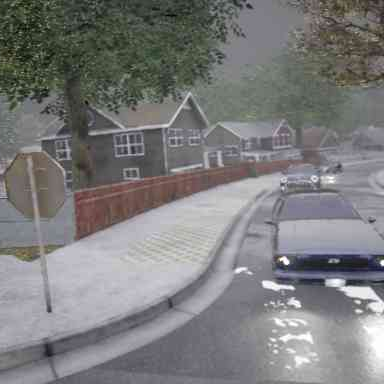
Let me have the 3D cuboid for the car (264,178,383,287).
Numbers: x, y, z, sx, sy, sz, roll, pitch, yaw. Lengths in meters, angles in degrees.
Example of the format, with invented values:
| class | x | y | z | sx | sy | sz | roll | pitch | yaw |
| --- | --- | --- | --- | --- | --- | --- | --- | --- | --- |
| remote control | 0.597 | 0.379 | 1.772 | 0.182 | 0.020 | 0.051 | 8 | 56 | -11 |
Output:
| class | x | y | z | sx | sy | sz | roll | pitch | yaw |
| --- | --- | --- | --- | --- | --- | --- | --- | --- | --- |
| car | 2.663 | 0.663 | 7.370 | 2.033 | 1.411 | 5.357 | -2 | 5 | 14 |

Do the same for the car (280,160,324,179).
| class | x | y | z | sx | sy | sz | roll | pitch | yaw |
| --- | --- | --- | --- | --- | --- | --- | --- | --- | --- |
| car | 6.462 | -0.898 | 19.623 | 2.097 | 1.767 | 4.553 | -1 | 6 | 22 |

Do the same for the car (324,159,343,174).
| class | x | y | z | sx | sy | sz | roll | pitch | yaw |
| --- | --- | --- | --- | --- | --- | --- | --- | --- | --- |
| car | 14.599 | -2.696 | 35.174 | 2.128 | 1.511 | 4.902 | 1 | 7 | 35 |
